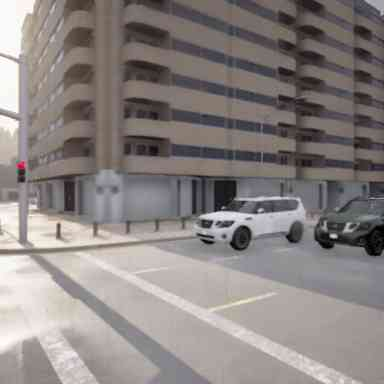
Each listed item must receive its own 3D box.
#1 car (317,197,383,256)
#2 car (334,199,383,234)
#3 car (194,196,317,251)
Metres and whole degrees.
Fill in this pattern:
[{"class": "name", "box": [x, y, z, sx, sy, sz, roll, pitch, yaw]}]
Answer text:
[{"class": "car", "box": [7.338, 1.218, 13.391, 5.566, 2.045, 2.150, 0, 0, -34]}, {"class": "car", "box": [10.856, 1.356, 20.024, 4.553, 1.767, 2.097, 0, 0, -34]}, {"class": "car", "box": [2.730, 1.213, 14.467, 5.566, 2.045, 2.150, 0, 0, -35]}]
